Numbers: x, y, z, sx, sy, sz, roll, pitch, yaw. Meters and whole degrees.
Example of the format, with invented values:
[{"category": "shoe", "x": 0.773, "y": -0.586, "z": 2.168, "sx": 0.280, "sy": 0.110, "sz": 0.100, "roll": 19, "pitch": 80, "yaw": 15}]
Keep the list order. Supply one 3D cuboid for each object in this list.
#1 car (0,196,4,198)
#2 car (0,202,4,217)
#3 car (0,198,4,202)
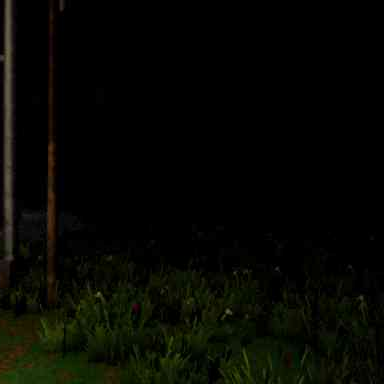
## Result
[{"category": "car", "x": -26.101, "y": 1.325, "z": 43.685, "sx": 4.553, "sy": 1.767, "sz": 2.097, "roll": 0, "pitch": 0, "yaw": 39}, {"category": "car", "x": -13.151, "y": 1.574, "z": 21.211, "sx": 1.895, "sy": 1.301, "sz": 4.718, "roll": 0, "pitch": 0, "yaw": -18}, {"category": "car", "x": -21.372, "y": 1.536, "z": 34.694, "sx": 4.181, "sy": 1.385, "sz": 1.994, "roll": 0, "pitch": 0, "yaw": 44}]
